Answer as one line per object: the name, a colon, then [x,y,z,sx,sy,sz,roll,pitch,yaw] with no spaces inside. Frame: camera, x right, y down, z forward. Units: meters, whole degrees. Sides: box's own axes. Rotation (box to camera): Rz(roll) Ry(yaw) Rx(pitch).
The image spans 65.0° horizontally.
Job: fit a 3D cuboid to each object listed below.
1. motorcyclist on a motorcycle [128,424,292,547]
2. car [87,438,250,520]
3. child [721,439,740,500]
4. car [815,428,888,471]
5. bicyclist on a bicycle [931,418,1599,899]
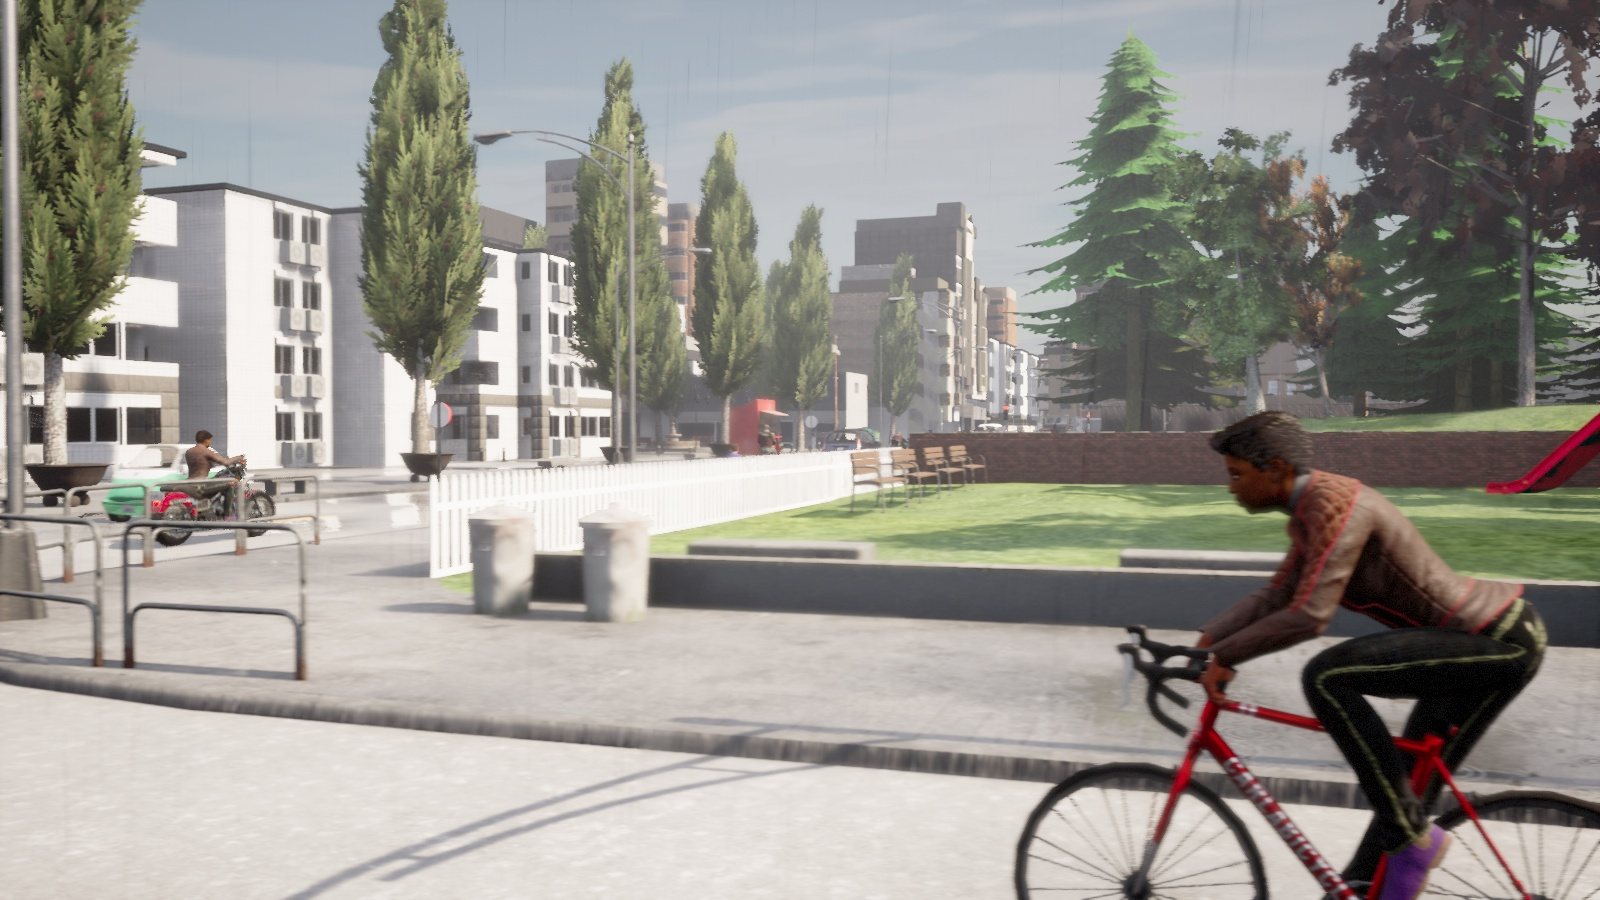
motorcyclist on a motorcycle: [-8.430,0.457,18.088,0.766,1.649,2.350,1,1,16]
car: [-11.217,0.482,22.414,1.481,1.376,2.207,1,1,18]
child: [-1.446,0.397,26.009,0.270,1.263,0.437,0,1,15]
car: [2.102,-0.063,49.995,1.851,1.617,3.988,1,1,18]
bicyclist on a bicycle: [1.221,0.731,3.305,1.656,1.620,0.582,0,1,18]
